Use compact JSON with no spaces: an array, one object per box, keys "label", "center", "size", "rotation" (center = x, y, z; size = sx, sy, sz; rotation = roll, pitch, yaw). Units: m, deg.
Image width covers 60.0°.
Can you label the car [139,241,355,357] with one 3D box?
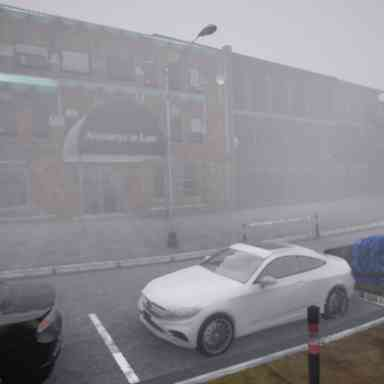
[{"label":"car","center":[1.284,1.774,6.600],"size":[4.674,1.452,2.002],"rotation":[0,2,-30]}]

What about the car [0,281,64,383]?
[{"label":"car","center":[-4.063,1.691,3.574],"size":[5.008,1.535,2.097],"rotation":[1,-1,-25]}]
